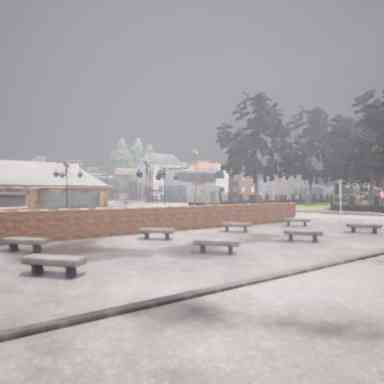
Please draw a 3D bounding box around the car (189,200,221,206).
[{"bbox_3d":[1.638,1.621,42.769,1.895,1.301,4.718,0,0,-35],"label":"car"}]
